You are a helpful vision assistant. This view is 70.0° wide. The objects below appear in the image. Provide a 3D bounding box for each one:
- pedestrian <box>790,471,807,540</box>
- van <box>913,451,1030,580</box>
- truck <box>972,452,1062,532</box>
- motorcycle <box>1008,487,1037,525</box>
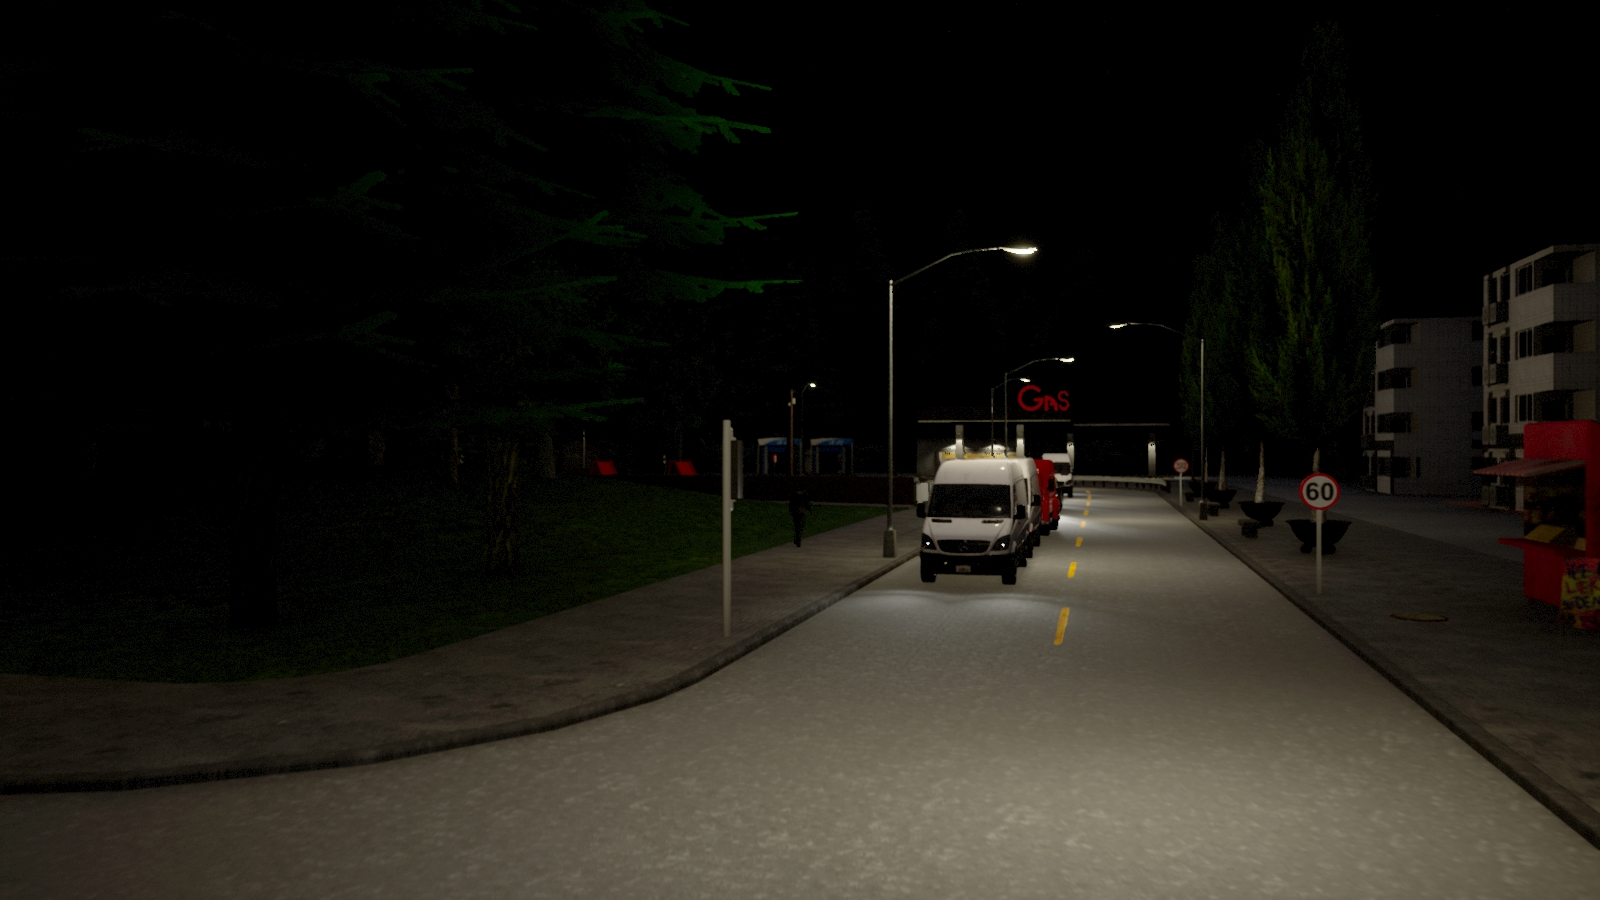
[{"bbox_3d":[-0.046,1.502,31.136,0.375,1.860,0.375,0,0,15],"label":"pedestrian"},{"bbox_3d":[4.012,1.295,25.813,1.988,2.561,5.915,0,0,15],"label":"van"},{"bbox_3d":[7.404,1.321,38.613,2.627,2.467,5.204,0,0,15],"label":"truck"},{"bbox_3d":[7.817,1.934,40.103,0.856,1.236,1.805,0,0,15],"label":"motorcycle"}]
